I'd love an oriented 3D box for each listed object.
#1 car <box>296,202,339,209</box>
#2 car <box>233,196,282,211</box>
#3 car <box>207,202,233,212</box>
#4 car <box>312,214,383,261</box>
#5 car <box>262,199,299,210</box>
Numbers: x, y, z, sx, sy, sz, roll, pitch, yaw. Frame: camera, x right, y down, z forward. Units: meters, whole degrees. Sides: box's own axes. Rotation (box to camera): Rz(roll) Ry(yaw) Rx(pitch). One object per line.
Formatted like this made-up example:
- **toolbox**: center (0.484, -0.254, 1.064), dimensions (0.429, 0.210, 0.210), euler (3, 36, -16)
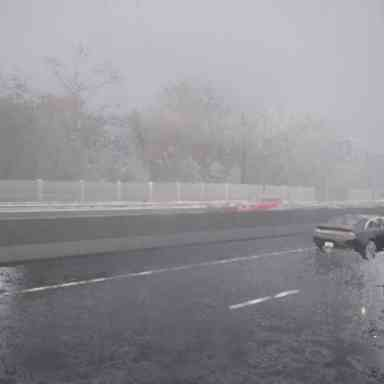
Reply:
- **car**: center (11.776, 1.843, 29.570), dimensions (4.718, 1.301, 1.895), euler (1, 0, -35)
- **car**: center (7.431, 1.461, 35.067), dimensions (5.566, 2.045, 2.150), euler (1, 0, -35)
- **car**: center (3.900, 1.823, 36.849), dimensions (4.718, 1.301, 1.895), euler (1, 0, -35)
- **car**: center (6.666, 1.606, 12.790), dimensions (4.902, 1.511, 2.128), euler (1, 0, -35)
- **car**: center (9.484, 1.730, 32.231), dimensions (4.902, 1.511, 2.128), euler (1, 0, -35)
